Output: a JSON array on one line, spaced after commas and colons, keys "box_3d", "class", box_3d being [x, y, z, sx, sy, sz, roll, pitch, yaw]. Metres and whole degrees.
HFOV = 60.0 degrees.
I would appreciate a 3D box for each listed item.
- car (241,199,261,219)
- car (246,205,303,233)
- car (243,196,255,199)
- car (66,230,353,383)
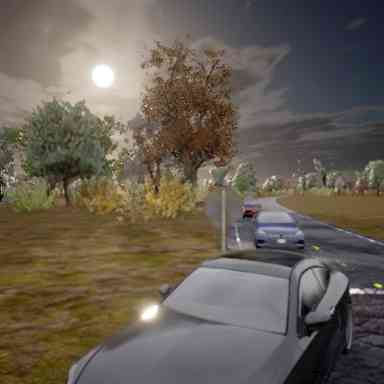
[{"box_3d": [5.125, 1.571, 28.236, 1.895, 1.301, 4.718, 0, 0, 8], "class": "car"}, {"box_3d": [3.479, 1.507, 14.307, 1.812, 1.442, 4.674, 0, 0, 6], "class": "car"}, {"box_3d": [7.264, 1.308, 42.563, 2.097, 1.767, 4.553, 0, 0, 10], "class": "car"}, {"box_3d": [0.714, 1.522, 4.023, 1.812, 1.442, 4.674, 0, 0, 34], "class": "car"}]
